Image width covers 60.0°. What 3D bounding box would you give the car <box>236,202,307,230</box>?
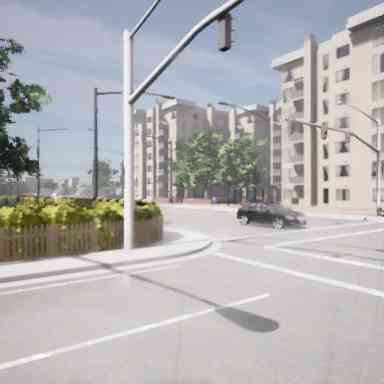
[{"bbox_3d":[4.907,1.433,21.027,2.128,1.511,4.902,0,0,-35],"label":"car"}]
